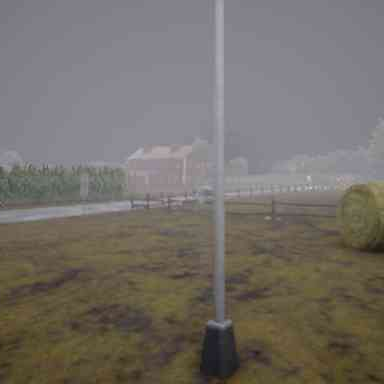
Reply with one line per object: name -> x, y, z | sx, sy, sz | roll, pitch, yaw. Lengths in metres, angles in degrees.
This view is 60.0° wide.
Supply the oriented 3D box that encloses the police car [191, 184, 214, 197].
police car -> 1.800, -0.231, 46.105 | 1.930, 1.638, 5.238 | 3, 4, 35
